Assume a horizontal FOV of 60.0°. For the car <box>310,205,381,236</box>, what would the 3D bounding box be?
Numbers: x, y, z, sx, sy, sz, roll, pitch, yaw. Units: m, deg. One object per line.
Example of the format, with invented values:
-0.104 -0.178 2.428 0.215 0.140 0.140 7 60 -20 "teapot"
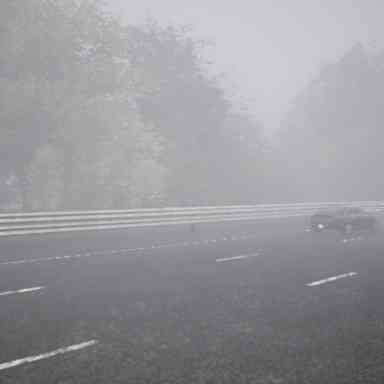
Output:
8.569 1.507 18.436 4.892 1.490 1.837 0 0 -35 "car"
